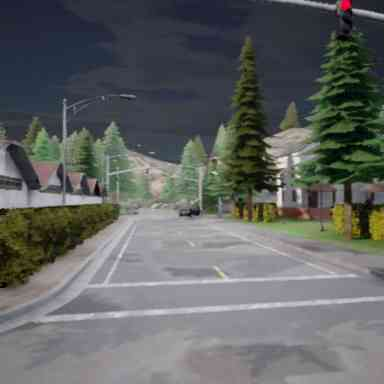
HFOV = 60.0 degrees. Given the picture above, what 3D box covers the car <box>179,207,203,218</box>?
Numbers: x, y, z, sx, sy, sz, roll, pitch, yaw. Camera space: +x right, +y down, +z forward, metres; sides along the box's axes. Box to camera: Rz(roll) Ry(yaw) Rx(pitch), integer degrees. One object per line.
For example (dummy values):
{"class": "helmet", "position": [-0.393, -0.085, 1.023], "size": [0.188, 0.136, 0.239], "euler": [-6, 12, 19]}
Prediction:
{"class": "car", "position": [-0.095, 2.864, 47.347], "size": [2.128, 1.511, 4.902], "euler": [-2, -2, 25]}
